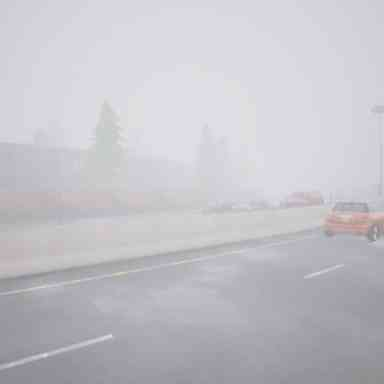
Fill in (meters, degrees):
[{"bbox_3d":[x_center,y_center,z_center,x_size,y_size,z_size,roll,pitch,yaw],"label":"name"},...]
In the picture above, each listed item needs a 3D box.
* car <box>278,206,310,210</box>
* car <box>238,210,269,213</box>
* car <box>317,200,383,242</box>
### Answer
[{"bbox_3d":[9.030,0.929,27.111,2.150,2.045,5.566,0,1,40],"label":"car"},{"bbox_3d":[5.292,1.345,28.130,1.895,1.301,4.718,0,1,41],"label":"car"},{"bbox_3d":[8.049,1.152,15.570,4.553,1.767,2.097,-1,1,-44],"label":"car"}]
